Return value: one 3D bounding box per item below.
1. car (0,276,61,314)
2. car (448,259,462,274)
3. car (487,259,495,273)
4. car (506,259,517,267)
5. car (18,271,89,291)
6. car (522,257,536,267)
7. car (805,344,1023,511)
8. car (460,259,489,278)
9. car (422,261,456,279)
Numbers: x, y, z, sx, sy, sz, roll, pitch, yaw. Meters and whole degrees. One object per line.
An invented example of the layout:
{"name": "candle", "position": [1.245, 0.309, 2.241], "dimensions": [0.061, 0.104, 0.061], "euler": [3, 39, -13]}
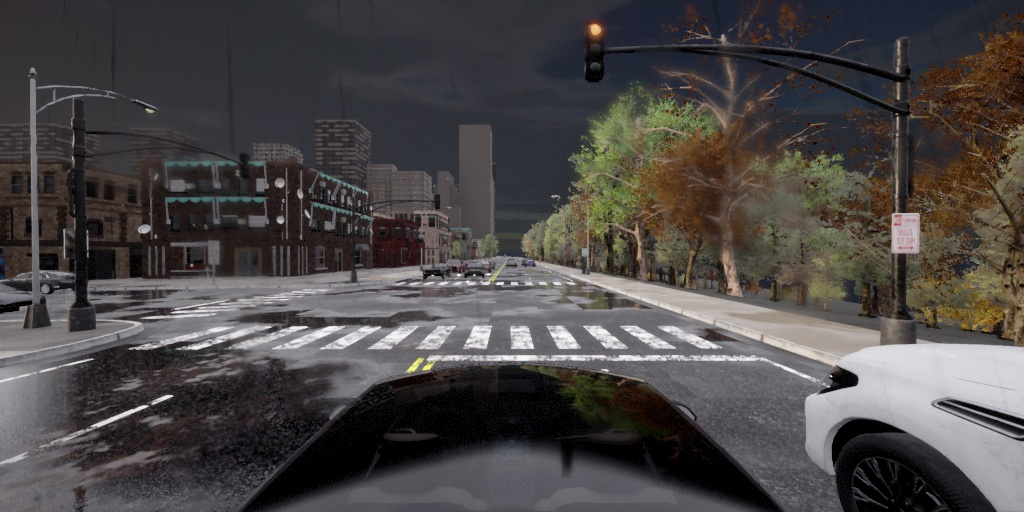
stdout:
{"name": "car", "position": [-19.973, 1.565, 13.123], "dimensions": [4.313, 1.339, 1.948], "euler": [0, 0, 0]}
{"name": "car", "position": [-6.681, 1.089, 41.560], "dimensions": [2.097, 1.767, 4.553], "euler": [0, 0, 0]}
{"name": "car", "position": [-3.434, 1.262, 43.328], "dimensions": [1.812, 1.442, 4.674], "euler": [0, 0, 0]}
{"name": "car", "position": [-0.054, 1.291, 64.107], "dimensions": [1.994, 1.385, 4.181], "euler": [0, 0, 0]}
{"name": "car", "position": [-28.326, 1.560, 21.616], "dimensions": [4.403, 1.370, 2.007], "euler": [0, 0, 0]}
{"name": "car", "position": [3.204, 1.252, 64.077], "dimensions": [1.812, 1.442, 4.674], "euler": [0, 0, 0]}
{"name": "car", "position": [3.356, 0.972, 0.374], "dimensions": [2.150, 2.045, 5.566], "euler": [0, 0, 0]}
{"name": "car", "position": [-3.446, 1.287, 33.865], "dimensions": [2.033, 1.411, 5.357], "euler": [0, 0, -4]}
{"name": "car", "position": [-6.678, 1.341, 32.475], "dimensions": [1.895, 1.301, 4.718], "euler": [0, 0, 0]}
